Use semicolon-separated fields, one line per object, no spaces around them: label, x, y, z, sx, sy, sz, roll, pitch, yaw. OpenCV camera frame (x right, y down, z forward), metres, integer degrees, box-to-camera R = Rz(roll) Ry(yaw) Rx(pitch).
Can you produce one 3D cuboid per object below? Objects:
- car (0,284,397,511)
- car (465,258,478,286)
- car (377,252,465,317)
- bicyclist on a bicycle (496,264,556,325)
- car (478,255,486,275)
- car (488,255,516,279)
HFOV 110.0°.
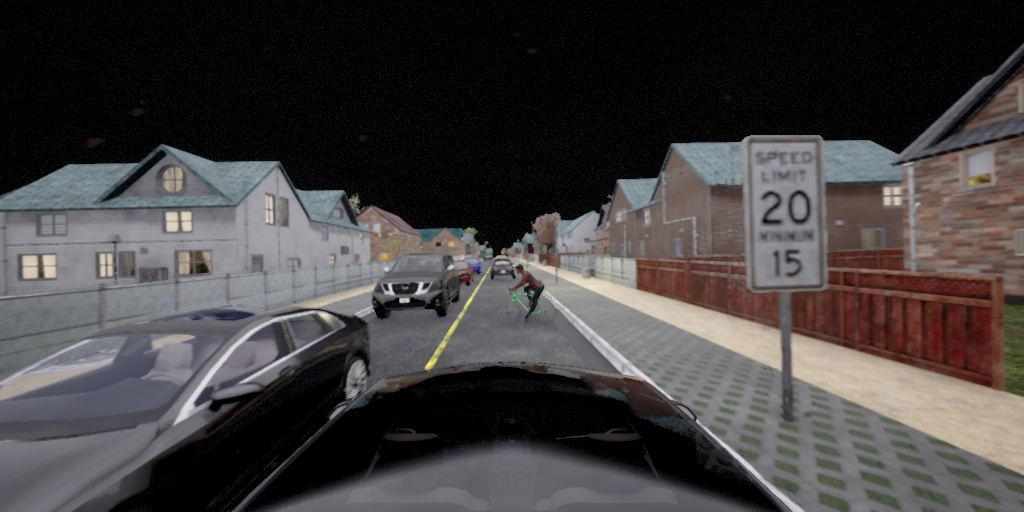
car;-2.861;1.294;3.204;2.128;1.511;4.902;-1;1;-2
car;-3.491;1.026;23.068;1.882;1.535;5.008;-1;1;-2
car;-3.185;0.893;13.071;2.150;2.045;5.566;-1;1;-2
bicyclist on a bicycle;0.375;1.042;9.679;1.656;1.620;0.582;-1;1;-2
car;-3.784;0.910;33.205;1.882;1.535;5.008;-1;1;-1
car;-0.716;0.940;28.094;1.812;1.442;4.674;-1;1;-2
